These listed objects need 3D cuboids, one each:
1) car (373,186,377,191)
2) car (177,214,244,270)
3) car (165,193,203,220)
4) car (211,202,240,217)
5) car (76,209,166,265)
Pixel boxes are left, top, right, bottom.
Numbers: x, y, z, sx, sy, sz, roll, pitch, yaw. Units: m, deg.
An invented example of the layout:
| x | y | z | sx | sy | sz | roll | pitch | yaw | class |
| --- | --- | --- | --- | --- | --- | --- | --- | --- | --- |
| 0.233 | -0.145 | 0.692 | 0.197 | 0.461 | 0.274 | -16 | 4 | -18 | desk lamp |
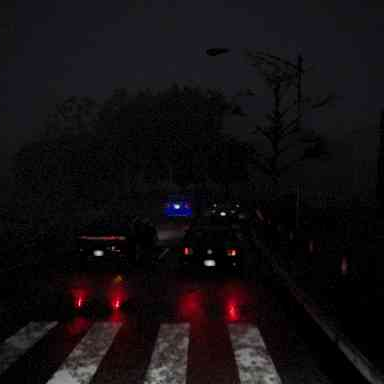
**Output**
| x | y | z | sx | sy | sz | roll | pitch | yaw | class |
| --- | --- | --- | --- | --- | --- | --- | --- | --- | --- |
| 39.110 | -0.979 | 67.539 | 2.185 | 1.767 | 4.553 | -1 | 3 | -12 | car |
| 0.666 | 1.694 | 11.480 | 1.895 | 1.301 | 4.718 | 0 | 0 | 4 | car |
| -0.541 | 1.081 | 26.415 | 2.150 | 2.045 | 5.566 | 0 | 2 | 11 | car |
| 2.591 | 1.465 | 25.469 | 1.994 | 1.385 | 4.181 | 1 | 2 | 11 | car |
| -2.515 | 1.570 | 12.122 | 2.128 | 1.511 | 4.902 | 0 | 0 | 5 | car |
